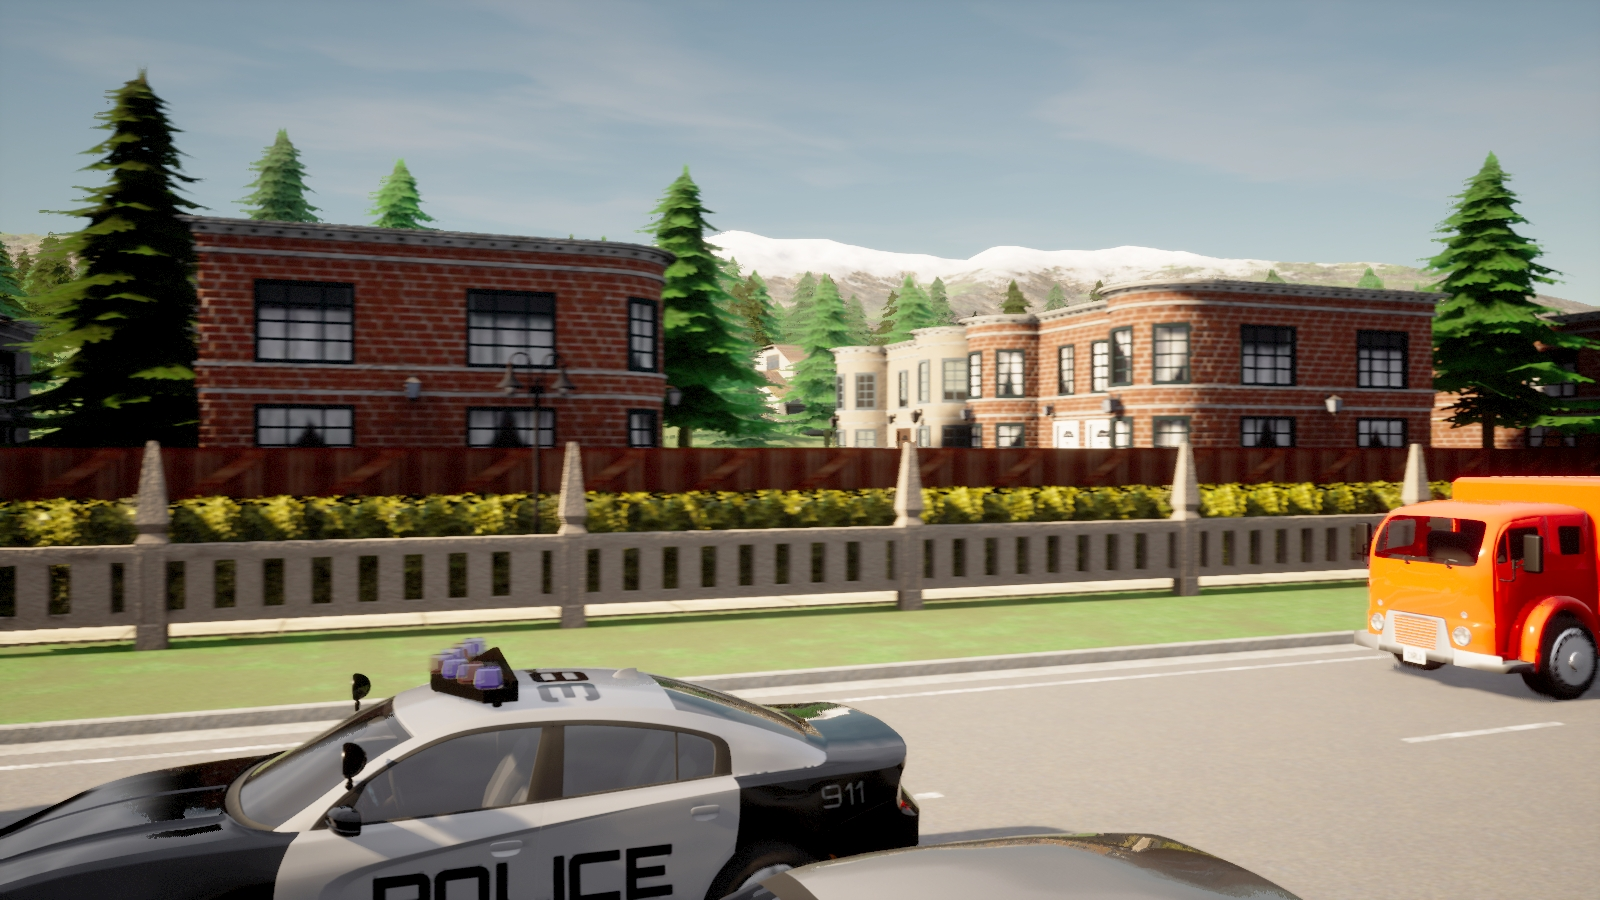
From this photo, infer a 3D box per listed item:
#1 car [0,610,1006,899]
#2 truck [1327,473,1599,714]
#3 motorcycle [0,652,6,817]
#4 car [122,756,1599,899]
[{"bbox_3d":[-1.682,1.982,6.410,5.238,1.638,2.097,0,0,-20],"label":"car"},{"bbox_3d":[9.630,1.568,14.253,5.204,2.467,2.627,0,0,-20],"label":"truck"},{"bbox_3d":[-7.108,2.205,8.161,2.209,1.251,0.867,0,0,-20],"label":"motorcycle"},{"bbox_3d":[0.224,2.065,3.384,4.193,1.474,1.816,0,0,-20],"label":"car"}]
